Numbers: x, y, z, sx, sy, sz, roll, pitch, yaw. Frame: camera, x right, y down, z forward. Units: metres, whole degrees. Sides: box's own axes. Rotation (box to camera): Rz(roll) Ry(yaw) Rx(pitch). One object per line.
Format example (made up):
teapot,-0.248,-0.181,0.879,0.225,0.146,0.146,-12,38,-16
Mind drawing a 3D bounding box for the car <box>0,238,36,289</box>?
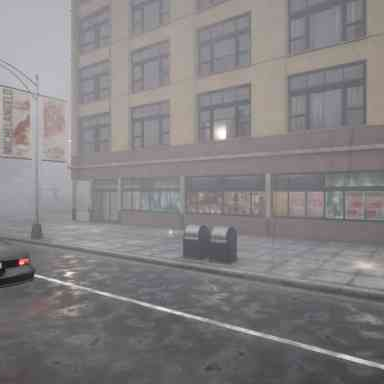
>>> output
car,-6.000,1.547,8.142,5.357,1.411,2.033,0,0,35
